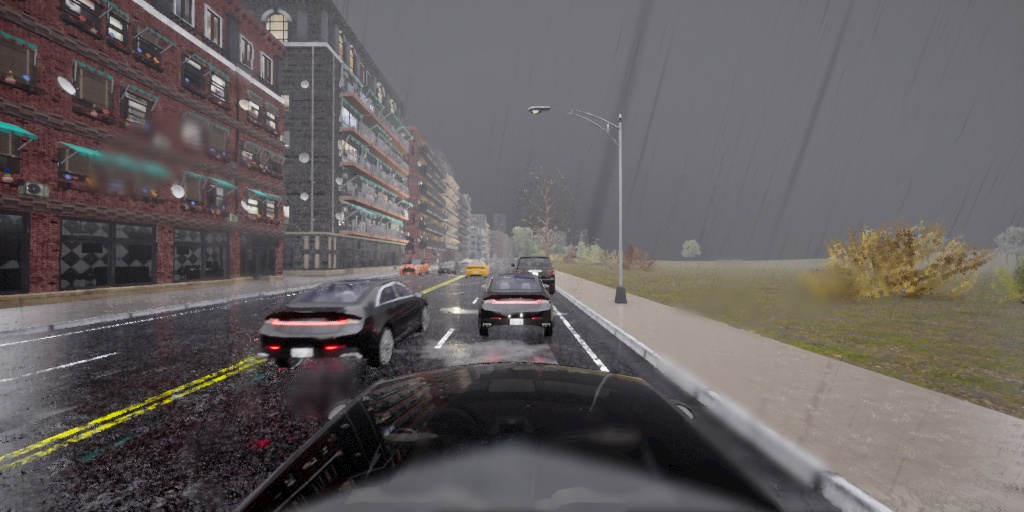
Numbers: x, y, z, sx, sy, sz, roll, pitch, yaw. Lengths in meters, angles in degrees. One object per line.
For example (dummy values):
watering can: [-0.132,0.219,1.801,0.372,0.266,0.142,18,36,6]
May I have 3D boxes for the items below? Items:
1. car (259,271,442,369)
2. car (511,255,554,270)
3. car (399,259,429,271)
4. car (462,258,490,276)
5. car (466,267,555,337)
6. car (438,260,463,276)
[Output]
car: [-3.152,1.241,7.812,2.128,1.511,4.902,0,0,0]
car: [1.132,0.977,20.224,2.150,2.045,5.566,0,0,0]
car: [-9.863,1.103,36.358,2.097,1.767,4.553,0,0,0]
car: [-3.162,1.229,33.743,1.882,1.535,5.008,0,0,0]
car: [0.098,1.243,10.354,2.128,1.511,4.902,0,0,0]
car: [-6.614,1.256,38.112,1.837,1.490,4.892,0,0,0]
